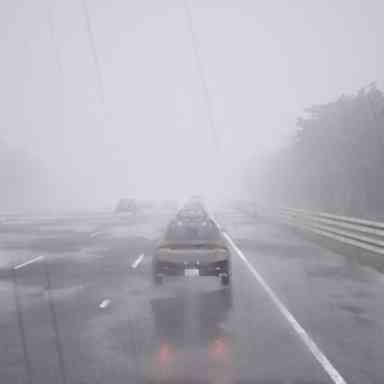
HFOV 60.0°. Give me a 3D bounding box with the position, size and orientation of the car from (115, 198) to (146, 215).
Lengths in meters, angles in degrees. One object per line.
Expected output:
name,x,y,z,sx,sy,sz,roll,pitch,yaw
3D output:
car,-6.658,1.451,35.431,2.097,1.767,4.553,0,0,2

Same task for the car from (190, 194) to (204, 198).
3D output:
car,0.706,1.353,46.494,2.150,2.045,5.566,0,0,2

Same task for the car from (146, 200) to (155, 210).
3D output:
car,-6.297,1.764,46.391,1.895,1.301,4.718,0,0,2

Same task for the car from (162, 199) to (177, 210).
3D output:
car,-2.878,1.678,44.326,2.033,1.411,5.357,0,0,2

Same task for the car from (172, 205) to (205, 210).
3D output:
car,0.004,1.622,19.031,1.895,1.301,4.718,0,0,0

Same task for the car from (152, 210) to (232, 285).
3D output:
car,0.000,1.491,9.466,2.128,1.511,4.902,0,0,0

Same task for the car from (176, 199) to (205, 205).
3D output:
car,0.069,1.579,27.632,2.033,1.411,5.357,0,0,1
